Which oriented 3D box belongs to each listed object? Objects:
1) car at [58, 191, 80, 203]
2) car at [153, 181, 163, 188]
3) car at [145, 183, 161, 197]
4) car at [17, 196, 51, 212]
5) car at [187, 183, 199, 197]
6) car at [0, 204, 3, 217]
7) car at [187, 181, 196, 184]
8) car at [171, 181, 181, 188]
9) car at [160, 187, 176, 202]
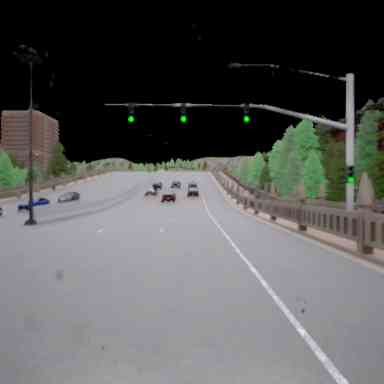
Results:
[{"bbox_3d":[-17.503,0.696,47.526,2.128,1.511,4.902,0,5,1],"label":"car"},{"bbox_3d":[-6.845,-1.361,65.794,1.837,1.490,4.892,0,7,0],"label":"car"},{"bbox_3d":[-6.809,-0.109,55.965,1.812,1.442,4.674,0,7,0],"label":"car"},{"bbox_3d":[-17.555,1.289,37.189,1.882,1.535,5.008,0,2,0],"label":"car"},{"bbox_3d":[0.195,-0.089,55.333,1.882,1.535,5.008,0,6,0],"label":"car"},{"bbox_3d":[-17.572,1.325,27.171,2.097,1.767,4.553,0,0,0],"label":"car"},{"bbox_3d":[0.152,-1.309,65.341,1.837,1.490,4.892,0,7,0],"label":"car"},{"bbox_3d":[-3.231,-1.632,68.234,2.033,1.411,5.357,0,7,0],"label":"car"},{"bbox_3d":[-3.337,0.530,49.271,1.882,1.535,5.008,0,5,0],"label":"car"}]
